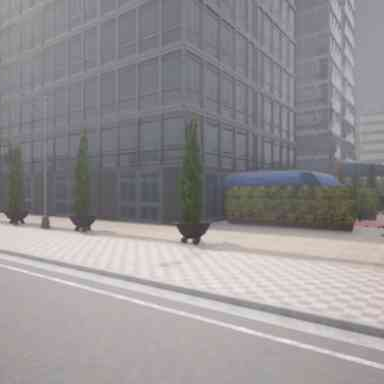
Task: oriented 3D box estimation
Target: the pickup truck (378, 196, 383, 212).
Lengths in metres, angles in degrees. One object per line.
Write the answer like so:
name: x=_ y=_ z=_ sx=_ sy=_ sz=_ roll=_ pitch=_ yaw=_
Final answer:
pickup truck: x=21.854 y=1.055 z=35.116 sx=6.274 sy=2.098 sz=2.390 roll=0 pitch=0 yaw=-24
